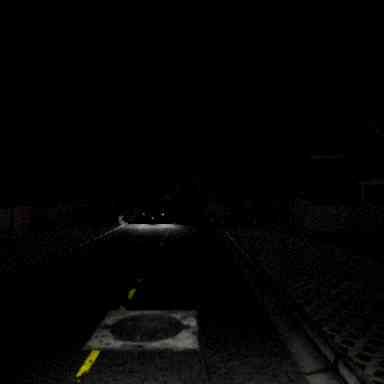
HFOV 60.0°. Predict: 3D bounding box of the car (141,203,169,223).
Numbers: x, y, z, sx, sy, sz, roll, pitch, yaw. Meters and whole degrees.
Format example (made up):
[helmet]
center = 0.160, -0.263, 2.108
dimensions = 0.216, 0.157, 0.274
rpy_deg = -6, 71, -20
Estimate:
[car]
center = -2.809, 1.601, 26.154
dimensions = 1.812, 1.442, 4.674
rpy_deg = 0, 0, 0
